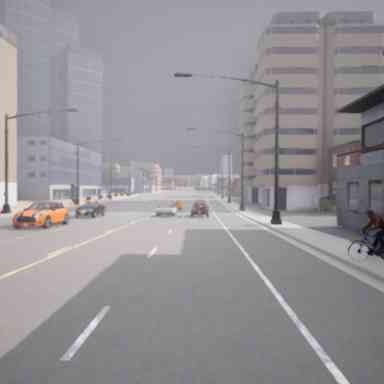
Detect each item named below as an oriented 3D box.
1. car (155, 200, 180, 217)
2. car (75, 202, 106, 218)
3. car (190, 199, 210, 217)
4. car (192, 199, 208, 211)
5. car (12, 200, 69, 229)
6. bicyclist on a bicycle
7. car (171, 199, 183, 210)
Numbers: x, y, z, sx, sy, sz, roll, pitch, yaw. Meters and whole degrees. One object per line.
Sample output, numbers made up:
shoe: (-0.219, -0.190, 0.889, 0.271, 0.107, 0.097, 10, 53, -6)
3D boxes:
car: (-2.656, 1.880, 35.141, 1.895, 1.301, 4.718, 0, 0, 2)
car: (-9.829, 1.699, 32.570, 2.128, 1.511, 4.902, 0, -1, 2)
car: (0.845, 1.829, 35.038, 1.812, 1.442, 4.674, 0, 0, 2)
car: (1.108, 1.780, 47.211, 2.128, 1.511, 4.902, 0, 1, 2)
car: (-10.096, 1.443, 22.542, 2.097, 1.767, 4.553, 0, -1, 1)
bicyclist on a bicycle: (5.628, 1.374, 10.225, 1.656, 1.620, 0.582, 1, 0, 1)
car: (-2.392, 1.740, 47.289, 1.882, 1.535, 5.008, 0, 1, 2)
